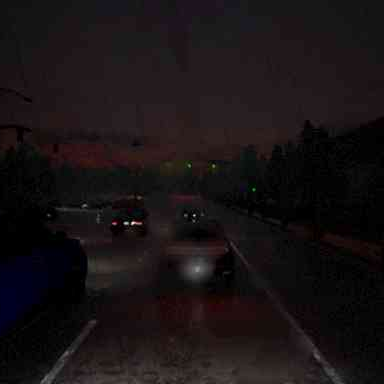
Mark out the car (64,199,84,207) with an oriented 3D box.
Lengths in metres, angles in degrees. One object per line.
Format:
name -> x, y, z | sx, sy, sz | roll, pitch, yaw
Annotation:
car -> -20.853, 1.979, 58.842 | 1.895, 1.301, 4.718 | 0, 0, 0

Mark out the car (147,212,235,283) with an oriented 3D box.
car -> 0.125, 1.556, 9.888 | 2.128, 1.511, 4.902 | 0, 0, 0

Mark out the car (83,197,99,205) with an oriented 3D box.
car -> -20.811, 1.921, 68.785 | 1.882, 1.535, 5.008 | 0, 0, 0

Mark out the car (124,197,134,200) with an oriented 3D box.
car -> -13.812, 1.966, 68.351 | 1.812, 1.442, 4.674 | 0, 0, 0

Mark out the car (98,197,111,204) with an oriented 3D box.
car -> -20.782, 1.987, 79.004 | 1.882, 1.535, 5.008 | 0, 0, 0

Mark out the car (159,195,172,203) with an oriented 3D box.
car -> -6.773, 1.758, 82.215 | 2.150, 2.045, 5.566 | 0, 0, 0

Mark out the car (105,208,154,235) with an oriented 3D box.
car -> -3.350, 1.674, 19.515 | 2.033, 1.411, 5.357 | 0, 0, 0

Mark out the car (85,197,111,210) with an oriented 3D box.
car -> -13.951, 1.843, 49.266 | 1.812, 1.442, 4.674 | 0, 0, 0

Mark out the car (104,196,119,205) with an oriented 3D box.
car -> -17.303, 1.815, 71.334 | 2.097, 1.767, 4.553 | 0, 0, 0

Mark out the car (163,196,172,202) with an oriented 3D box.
car -> -6.745, 1.951, 92.072 | 2.097, 1.767, 4.553 | 0, 0, 0

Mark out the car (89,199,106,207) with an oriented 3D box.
car -> -17.332, 1.958, 61.198 | 1.994, 1.385, 4.181 | 0, 0, 0

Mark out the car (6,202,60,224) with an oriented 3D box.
car -> -12.980, 1.652, 27.076 | 5.008, 1.535, 1.882 | 0, -1, 38

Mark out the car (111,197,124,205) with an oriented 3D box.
car -> -13.879, 1.902, 58.330 | 1.812, 1.442, 4.674 | 0, 0, 1

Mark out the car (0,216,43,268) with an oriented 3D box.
car -> -6.882, 1.636, 11.103 | 1.994, 1.385, 4.181 | 0, 0, 0

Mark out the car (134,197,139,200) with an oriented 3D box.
car -> -13.783, 1.985, 78.568 | 1.882, 1.535, 5.008 | 0, 0, 0

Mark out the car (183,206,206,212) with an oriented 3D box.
car -> 0.171, 1.773, 26.453 | 1.895, 1.301, 4.718 | 0, 0, 0

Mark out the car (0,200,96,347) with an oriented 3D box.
car -> -3.385, 1.256, 5.001 | 2.150, 2.045, 5.566 | 0, 0, 0
